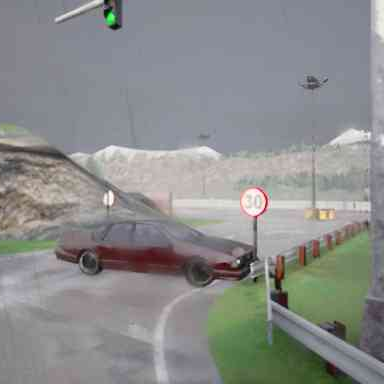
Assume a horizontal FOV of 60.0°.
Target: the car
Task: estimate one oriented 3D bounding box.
[{"bbox_3d":[-1.049,1.416,8.723,5.357,1.411,2.033,0,0,24],"label":"car"}]
